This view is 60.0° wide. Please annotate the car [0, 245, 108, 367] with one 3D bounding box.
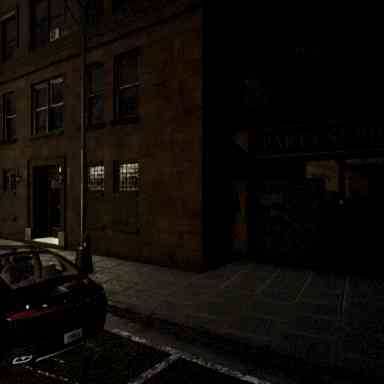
[{"bbox_3d":[-3.248,1.551,5.410,4.403,1.369,2.008,0,0,36],"label":"car"}]
